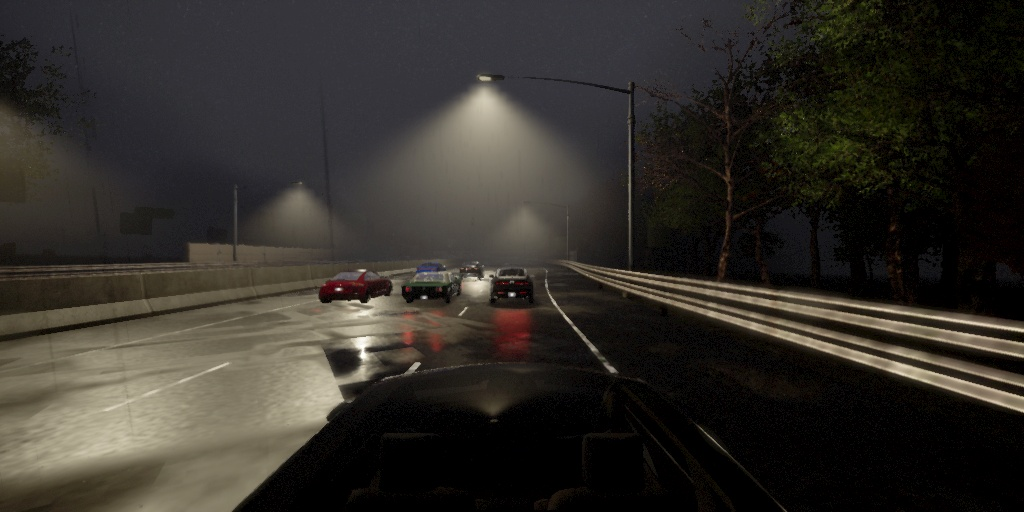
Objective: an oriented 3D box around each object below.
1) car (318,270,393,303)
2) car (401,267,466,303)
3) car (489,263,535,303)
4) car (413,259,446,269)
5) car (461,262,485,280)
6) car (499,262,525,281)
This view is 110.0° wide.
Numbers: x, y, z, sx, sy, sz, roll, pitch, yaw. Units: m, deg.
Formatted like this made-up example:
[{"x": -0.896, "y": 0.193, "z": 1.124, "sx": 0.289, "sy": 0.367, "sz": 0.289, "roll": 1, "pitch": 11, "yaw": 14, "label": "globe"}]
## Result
[{"x": -7.000, "y": 1.322, "z": 16.501, "sx": 1.994, "sy": 1.385, "sz": 4.181, "roll": 0, "pitch": 0, "yaw": 0, "label": "car"}, {"x": -3.500, "y": 1.366, "z": 16.531, "sx": 1.895, "sy": 1.301, "sz": 4.718, "roll": 0, "pitch": 0, "yaw": 0, "label": "car"}, {"x": 0.000, "y": 1.266, "z": 16.501, "sx": 1.837, "sy": 1.490, "sz": 4.892, "roll": 0, "pitch": 0, "yaw": 0, "label": "car"}, {"x": -7.000, "y": 1.244, "z": 31.501, "sx": 1.882, "sy": 1.535, "sz": 5.008, "roll": 0, "pitch": 0, "yaw": 0, "label": "car"}, {"x": -3.500, "y": 1.254, "z": 31.501, "sx": 2.128, "sy": 1.511, "sz": 4.902, "roll": 0, "pitch": 0, "yaw": 0, "label": "car"}, {"x": 0.000, "y": 1.322, "z": 31.501, "sx": 2.033, "sy": 1.411, "sz": 5.357, "roll": 0, "pitch": 0, "yaw": 0, "label": "car"}]
